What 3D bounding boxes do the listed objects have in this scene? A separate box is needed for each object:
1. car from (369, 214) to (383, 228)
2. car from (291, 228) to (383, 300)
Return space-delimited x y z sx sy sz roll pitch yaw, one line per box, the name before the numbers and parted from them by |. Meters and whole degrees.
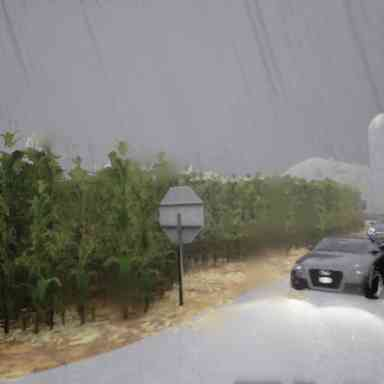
car | 10.720 1.919 17.606 2.097 1.767 4.553 -4 -3 38
car | 4.397 1.955 9.508 1.994 1.385 4.181 -4 -4 38
